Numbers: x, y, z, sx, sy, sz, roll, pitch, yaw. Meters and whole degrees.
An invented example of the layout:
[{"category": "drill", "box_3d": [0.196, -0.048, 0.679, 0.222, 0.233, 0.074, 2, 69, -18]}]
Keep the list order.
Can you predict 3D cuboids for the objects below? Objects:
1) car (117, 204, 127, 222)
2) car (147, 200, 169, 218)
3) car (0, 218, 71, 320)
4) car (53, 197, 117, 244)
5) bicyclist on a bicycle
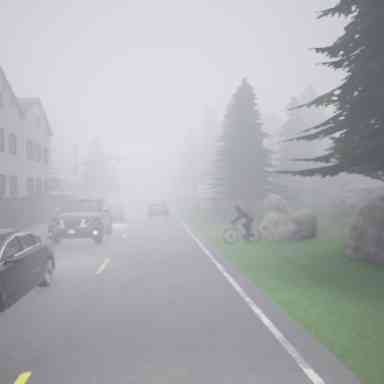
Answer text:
[{"category": "car", "box_3d": [-6.343, 1.656, 26.547, 1.994, 1.385, 4.181, -1, 0, -6]}, {"category": "car", "box_3d": [-3.091, 1.508, 30.426, 2.128, 1.511, 4.902, -1, 0, -6]}, {"category": "car", "box_3d": [-4.227, 1.570, 6.652, 2.128, 1.511, 4.902, -1, 0, -6]}, {"category": "car", "box_3d": [-5.306, 1.307, 16.560, 2.150, 2.045, 5.566, -1, 0, -6]}, {"category": "bicyclist on a bicycle", "box_3d": [2.105, 1.387, 14.057, 1.656, 1.620, 0.582, -1, 0, -6]}]
